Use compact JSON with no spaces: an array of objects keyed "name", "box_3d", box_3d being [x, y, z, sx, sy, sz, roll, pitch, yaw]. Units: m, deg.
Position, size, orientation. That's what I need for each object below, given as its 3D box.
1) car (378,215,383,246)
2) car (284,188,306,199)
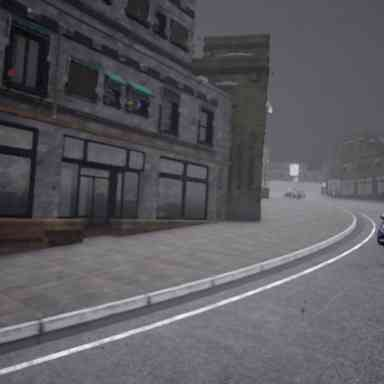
[{"name":"car","box_3d":[9.103,1.403,14.063,1.812,1.442,4.674,1,1,34]},{"name":"car","box_3d":[17.086,0.185,54.951,2.097,1.767,4.553,3,2,-7]}]
